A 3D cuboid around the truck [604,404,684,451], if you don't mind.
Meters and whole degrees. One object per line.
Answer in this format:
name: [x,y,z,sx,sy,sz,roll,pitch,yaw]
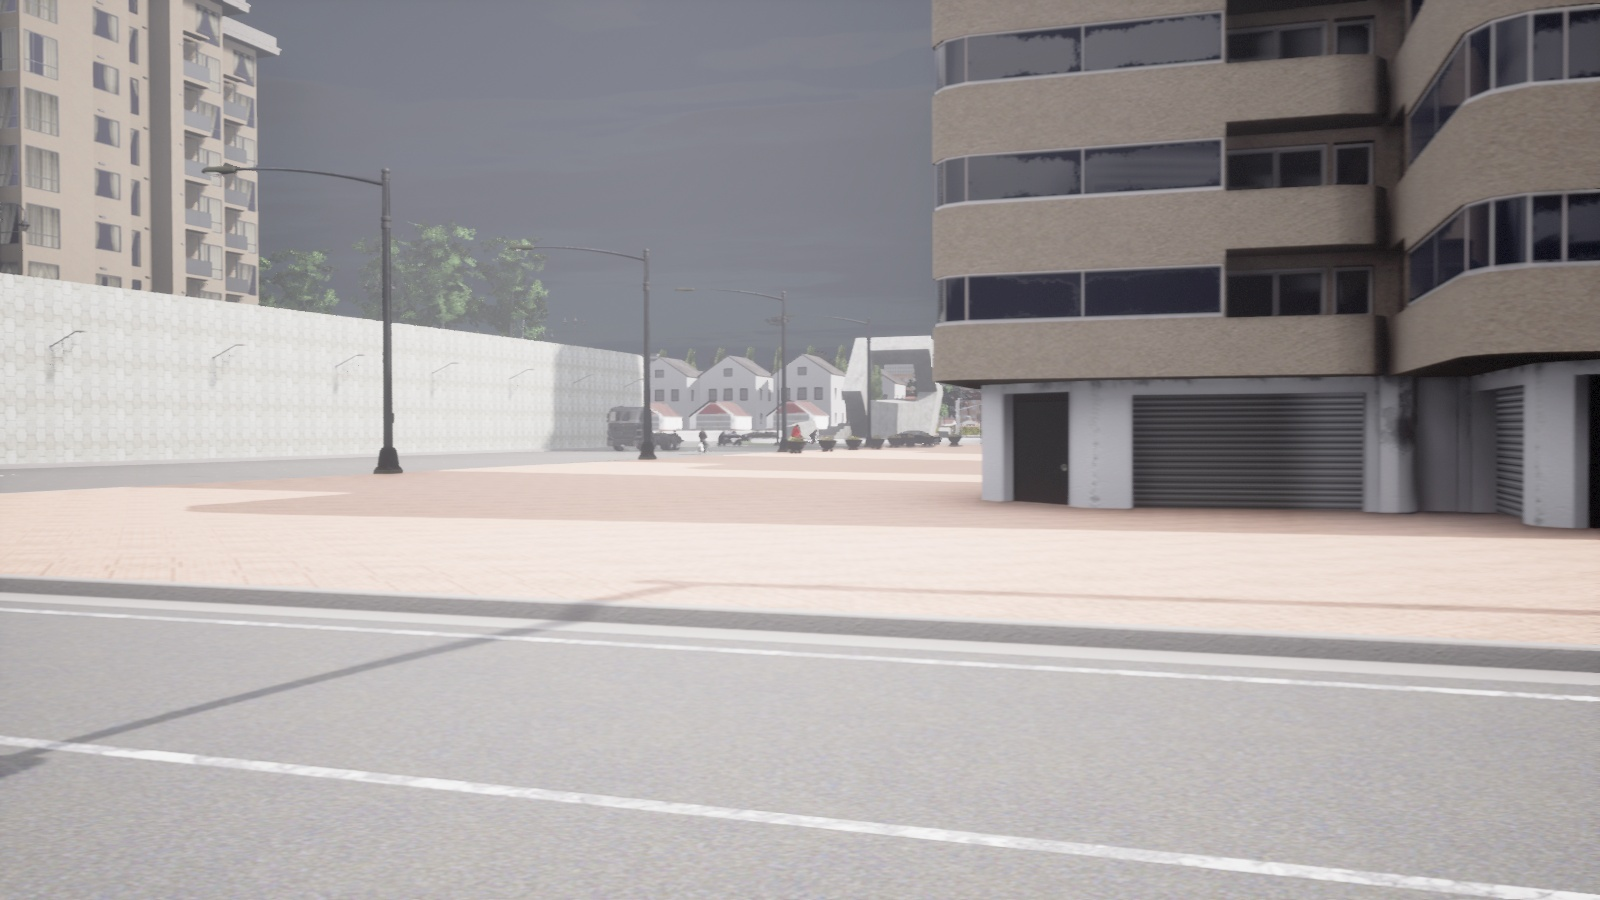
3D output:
truck: [-11.904,-1.748,96.626,2.891,3.462,7.936,1,1,19]
